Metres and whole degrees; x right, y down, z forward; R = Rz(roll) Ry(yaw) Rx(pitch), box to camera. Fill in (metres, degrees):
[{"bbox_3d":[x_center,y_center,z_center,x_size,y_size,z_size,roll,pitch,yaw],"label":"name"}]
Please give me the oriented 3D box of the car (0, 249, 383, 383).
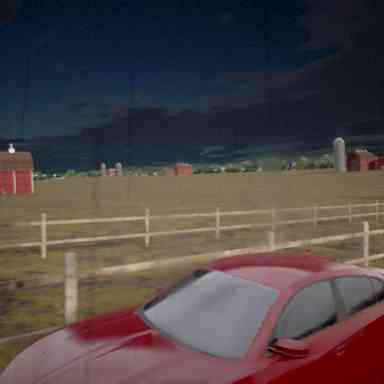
[{"bbox_3d":[0.731,1.474,3.592,5.008,1.535,1.882,0,0,-35],"label":"car"}]
